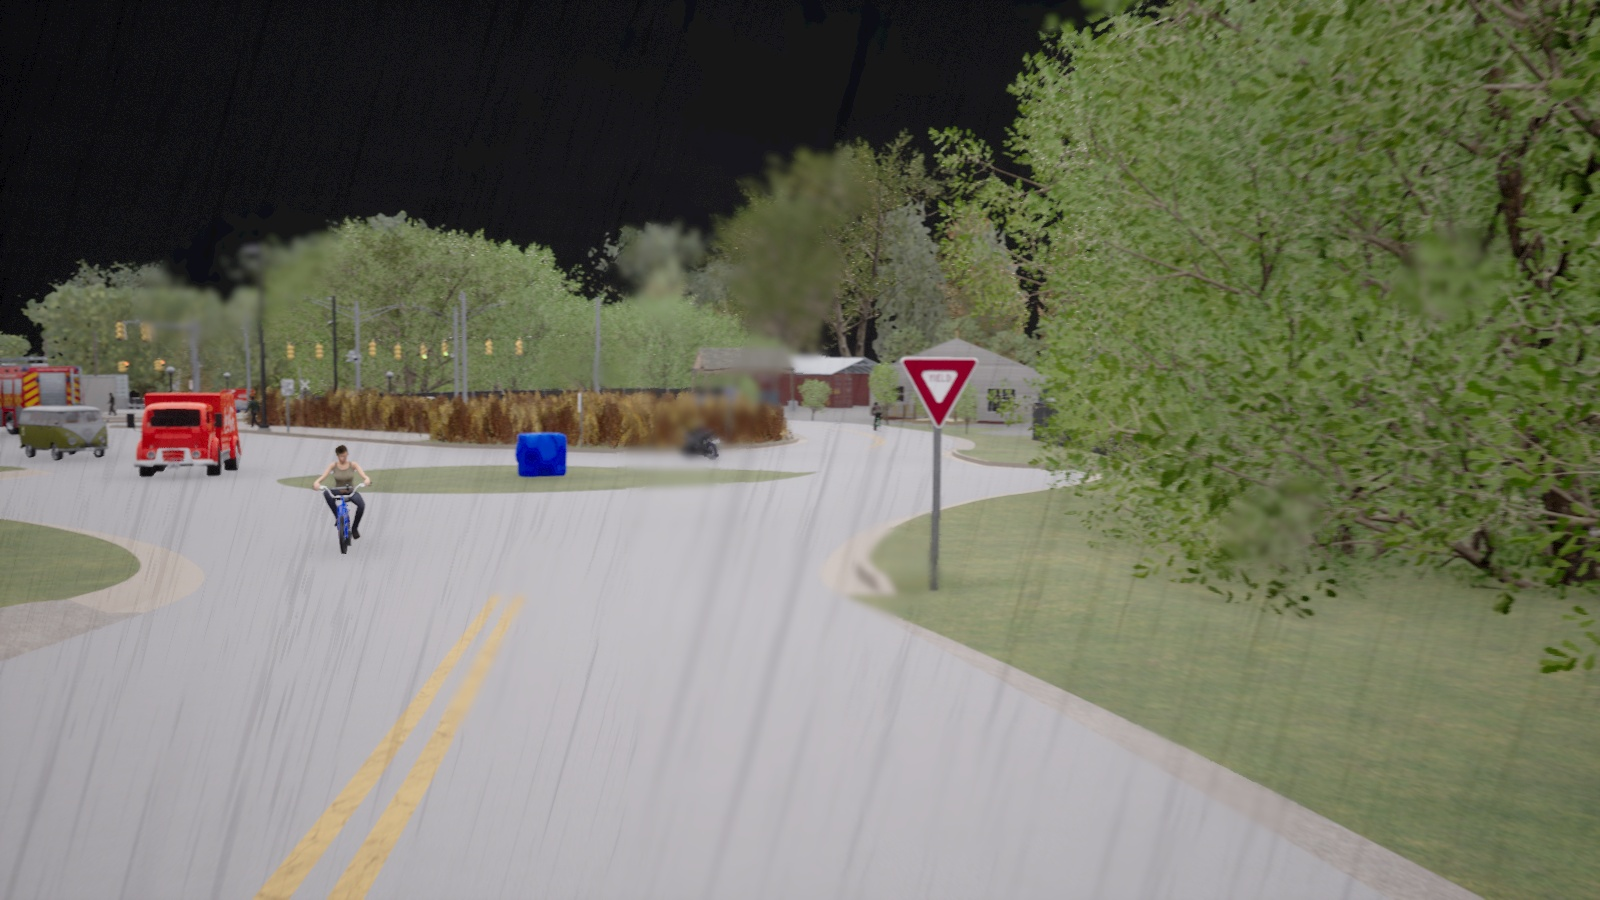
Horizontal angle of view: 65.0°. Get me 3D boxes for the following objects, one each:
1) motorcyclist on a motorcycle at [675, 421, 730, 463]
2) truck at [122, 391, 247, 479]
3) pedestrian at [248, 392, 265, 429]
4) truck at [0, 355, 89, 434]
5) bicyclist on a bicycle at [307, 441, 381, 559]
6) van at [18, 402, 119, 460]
[{"bbox_3d":[-3.800,-0.330,48.783,0.866,1.530,2.191,-5,6,-45],"label":"motorcyclist on a motorcycle"},{"bbox_3d":[-18.477,-0.547,37.981,2.627,2.467,5.204,-1,3,-18],"label":"truck"},{"bbox_3d":[-29.148,-2.142,67.367,0.788,1.949,0.423,3,5,34],"label":"pedestrian"},{"bbox_3d":[-40.016,-2.883,64.498,8.468,3.827,2.891,2,4,38],"label":"truck"},{"bbox_3d":[-6.850,0.714,18.946,0.866,1.612,1.509,-2,3,-15],"label":"bicyclist on a bicycle"},{"bbox_3d":[-27.731,-0.754,47.549,4.442,1.987,1.775,3,6,39],"label":"van"}]
